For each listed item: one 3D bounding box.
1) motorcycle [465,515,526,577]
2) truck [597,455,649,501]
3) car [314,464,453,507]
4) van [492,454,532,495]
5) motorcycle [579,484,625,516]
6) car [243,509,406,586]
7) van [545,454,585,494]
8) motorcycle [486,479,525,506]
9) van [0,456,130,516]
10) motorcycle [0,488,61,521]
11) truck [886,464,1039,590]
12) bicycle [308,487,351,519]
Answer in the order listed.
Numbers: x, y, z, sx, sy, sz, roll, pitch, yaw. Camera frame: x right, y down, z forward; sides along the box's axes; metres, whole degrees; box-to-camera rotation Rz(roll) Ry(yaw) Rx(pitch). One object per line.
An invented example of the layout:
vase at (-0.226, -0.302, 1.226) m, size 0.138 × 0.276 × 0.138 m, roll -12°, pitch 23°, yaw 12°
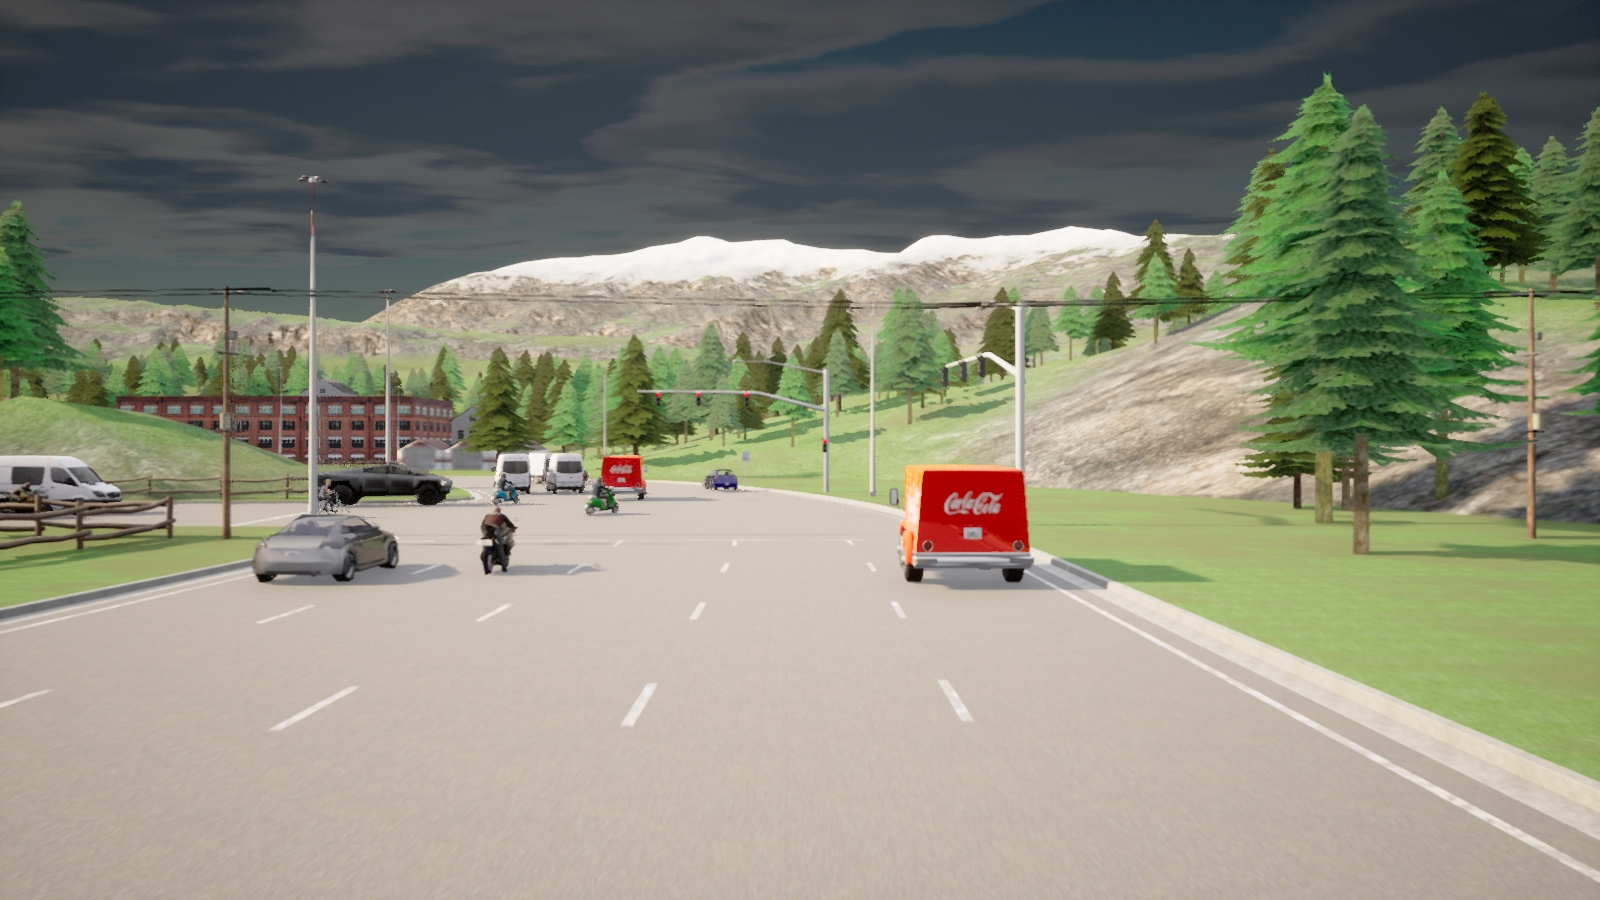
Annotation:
motorcycle at (-7.071, 2.205, 26.622) m, size 0.867 × 1.251 × 2.209 m, roll 0°, pitch 0°, yaw -1°
truck at (-10.135, 1.567, 65.796) m, size 2.627 × 2.467 × 5.204 m, roll 1°, pitch 0°, yaw -5°
car at (-20.828, 1.754, 57.450) m, size 6.274 × 2.098 × 2.390 m, roll 0°, pitch 0°, yaw -11°
van at (-18.915, 1.535, 74.868) m, size 1.988 × 2.561 × 5.915 m, roll 0°, pitch 0°, yaw -19°
motorcycle at (-8.538, 2.142, 49.328) m, size 0.856 × 1.316 × 1.805 m, roll -4°, pitch -2°, yaw 43°
car at (-10.549, 2.119, 25.689) m, size 1.994 × 1.385 × 4.181 m, roll 0°, pitch 0°, yaw -1°
van at (-15.562, 1.535, 75.462) m, size 1.988 × 2.561 × 5.915 m, roll 0°, pitch 0°, yaw -17°
motorcycle at (-14.967, 2.142, 58.138) m, size 0.856 × 1.316 × 1.805 m, roll -3°, pitch -2°, yaw 33°
van at (-32.756, 1.535, 49.771) m, size 5.915 × 2.561 × 1.988 m, roll 0°, pitch 0°, yaw -1°
motorcycle at (-31.339, 2.206, 46.294) m, size 2.209 × 1.251 × 0.867 m, roll -1°, pitch 0°, yaw -1°
truck at (3.454, 1.568, 25.510) m, size 2.627 × 2.467 × 5.204 m, roll 0°, pitch 0°, yaw -1°
bicycle at (-19.279, 2.158, 46.860) m, size 1.487 × 1.276 × 0.859 m, roll 0°, pitch -2°, yaw -13°
